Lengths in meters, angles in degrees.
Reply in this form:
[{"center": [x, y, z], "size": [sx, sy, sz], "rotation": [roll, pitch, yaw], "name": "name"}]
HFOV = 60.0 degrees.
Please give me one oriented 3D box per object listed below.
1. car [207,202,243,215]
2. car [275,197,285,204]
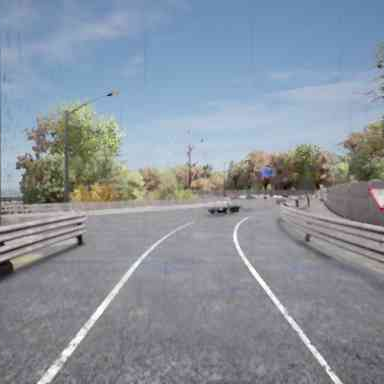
[{"center": [3.490, 1.671, 33.972], "size": [1.895, 1.301, 4.718], "rotation": [0, 0, 33], "name": "car"}, {"center": [17.693, 1.687, 66.680], "size": [2.033, 1.411, 5.357], "rotation": [0, 0, 13], "name": "car"}]
